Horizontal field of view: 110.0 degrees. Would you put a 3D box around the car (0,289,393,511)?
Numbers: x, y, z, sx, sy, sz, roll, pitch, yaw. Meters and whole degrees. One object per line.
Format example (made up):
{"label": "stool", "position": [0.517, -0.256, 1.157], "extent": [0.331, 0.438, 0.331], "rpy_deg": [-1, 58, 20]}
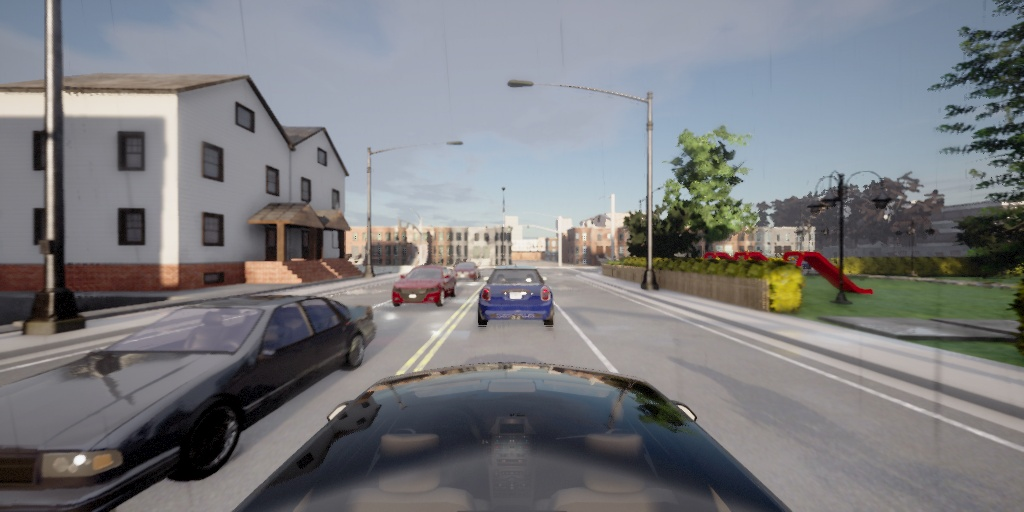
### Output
{"label": "car", "position": [-3.599, 1.283, 4.931], "extent": [2.033, 1.411, 5.357], "rpy_deg": [0, 0, 0]}

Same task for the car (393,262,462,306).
{"label": "car", "position": [-3.583, 1.166, 15.437], "extent": [1.882, 1.535, 5.008], "rpy_deg": [0, 0, 0]}

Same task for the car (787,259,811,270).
{"label": "car", "position": [35.940, 1.102, 46.940], "extent": [5.357, 1.411, 2.033], "rpy_deg": [0, 0, 0]}

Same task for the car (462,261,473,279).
{"label": "car", "position": [-3.515, 1.158, 27.978], "extent": [1.812, 1.442, 4.674], "rpy_deg": [0, 0, 1]}

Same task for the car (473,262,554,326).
{"label": "car", "position": [0.105, 1.058, 11.564], "extent": [2.097, 1.767, 4.553], "rpy_deg": [0, 0, 0]}
